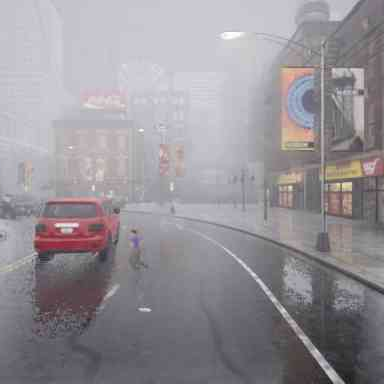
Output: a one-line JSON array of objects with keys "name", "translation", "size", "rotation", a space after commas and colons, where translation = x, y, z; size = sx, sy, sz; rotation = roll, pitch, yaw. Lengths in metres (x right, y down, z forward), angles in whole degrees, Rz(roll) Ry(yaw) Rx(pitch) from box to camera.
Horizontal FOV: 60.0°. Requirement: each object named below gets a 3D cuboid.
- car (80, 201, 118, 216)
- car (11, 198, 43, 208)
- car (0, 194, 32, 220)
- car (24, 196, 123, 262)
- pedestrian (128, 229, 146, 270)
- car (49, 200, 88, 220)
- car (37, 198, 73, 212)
[{"name": "car", "translation": [-9.308, 1.601, 33.018], "size": [1.895, 1.301, 4.718], "rotation": [0, 0, -38]}, {"name": "car", "translation": [-24.241, 1.595, 48.863], "size": [4.718, 1.301, 1.895], "rotation": [0, 0, 29]}, {"name": "car", "translation": [-14.598, 1.222, 28.404], "size": [2.150, 2.045, 5.566], "rotation": [0, 0, -39]}, {"name": "car", "translation": [-3.993, 1.221, 12.361], "size": [2.150, 2.045, 5.566], "rotation": [0, 0, -7]}, {"name": "pedestrian", "translation": [-1.591, 1.574, 9.492], "size": [0.375, 1.300, 0.375], "rotation": [0, 0, -3]}, {"name": "car", "translation": [-11.147, 1.491, 29.722], "size": [2.128, 1.511, 4.902], "rotation": [0, 0, -35]}, {"name": "car", "translation": [-16.653, 1.505, 40.282], "size": [4.892, 1.490, 1.837], "rotation": [0, 0, 38]}]
